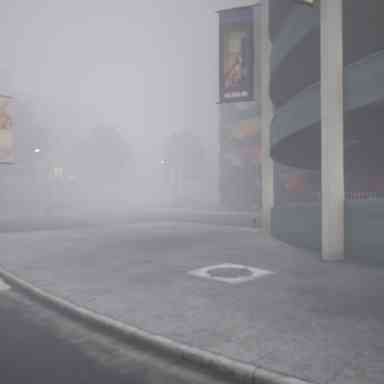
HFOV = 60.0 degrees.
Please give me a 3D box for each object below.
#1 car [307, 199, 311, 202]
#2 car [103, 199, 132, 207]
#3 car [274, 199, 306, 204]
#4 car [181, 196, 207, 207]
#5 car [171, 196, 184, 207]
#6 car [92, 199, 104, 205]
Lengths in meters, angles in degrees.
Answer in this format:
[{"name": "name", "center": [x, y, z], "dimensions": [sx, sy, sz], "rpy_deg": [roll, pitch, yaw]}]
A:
[{"name": "car", "center": [17.709, 1.839, 53.047], "dimensions": [4.786, 1.482, 2.161], "rpy_deg": [0, -1, -44]}, {"name": "car", "center": [-14.252, 2.279, 65.019], "dimensions": [4.718, 1.301, 1.895], "rpy_deg": [0, -1, -43]}, {"name": "car", "center": [11.835, 1.663, 41.591], "dimensions": [4.674, 1.452, 2.002], "rpy_deg": [0, -1, -44]}, {"name": "car", "center": [0.863, 2.106, 63.616], "dimensions": [4.892, 1.490, 1.837], "rpy_deg": [0, -1, -44]}, {"name": "car", "center": [-1.554, 1.849, 66.152], "dimensions": [5.566, 2.045, 2.150], "rpy_deg": [0, -1, -44]}, {"name": "car", "center": [-17.647, 2.204, 66.561], "dimensions": [4.892, 1.490, 1.837], "rpy_deg": [0, 0, -44]}]
